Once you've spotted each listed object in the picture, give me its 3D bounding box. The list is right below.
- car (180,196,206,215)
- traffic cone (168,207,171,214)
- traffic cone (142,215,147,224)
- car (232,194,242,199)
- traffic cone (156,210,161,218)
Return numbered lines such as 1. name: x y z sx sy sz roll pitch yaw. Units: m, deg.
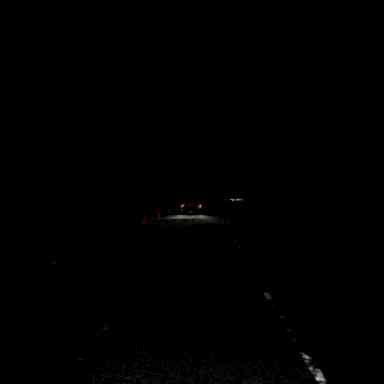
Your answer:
1. car: 0.140 1.210 31.793 2.097 1.767 4.553 0 0 7
2. traffic cone: -2.223 1.807 32.605 0.340 0.580 0.340 0 0 7
3. traffic cone: -3.228 1.852 22.562 0.340 0.580 0.340 0 0 5
4. car: 11.396 1.181 84.751 1.994 1.385 4.181 0 0 17
5. traffic cone: -2.769 1.830 27.588 0.340 0.580 0.340 0 0 6
